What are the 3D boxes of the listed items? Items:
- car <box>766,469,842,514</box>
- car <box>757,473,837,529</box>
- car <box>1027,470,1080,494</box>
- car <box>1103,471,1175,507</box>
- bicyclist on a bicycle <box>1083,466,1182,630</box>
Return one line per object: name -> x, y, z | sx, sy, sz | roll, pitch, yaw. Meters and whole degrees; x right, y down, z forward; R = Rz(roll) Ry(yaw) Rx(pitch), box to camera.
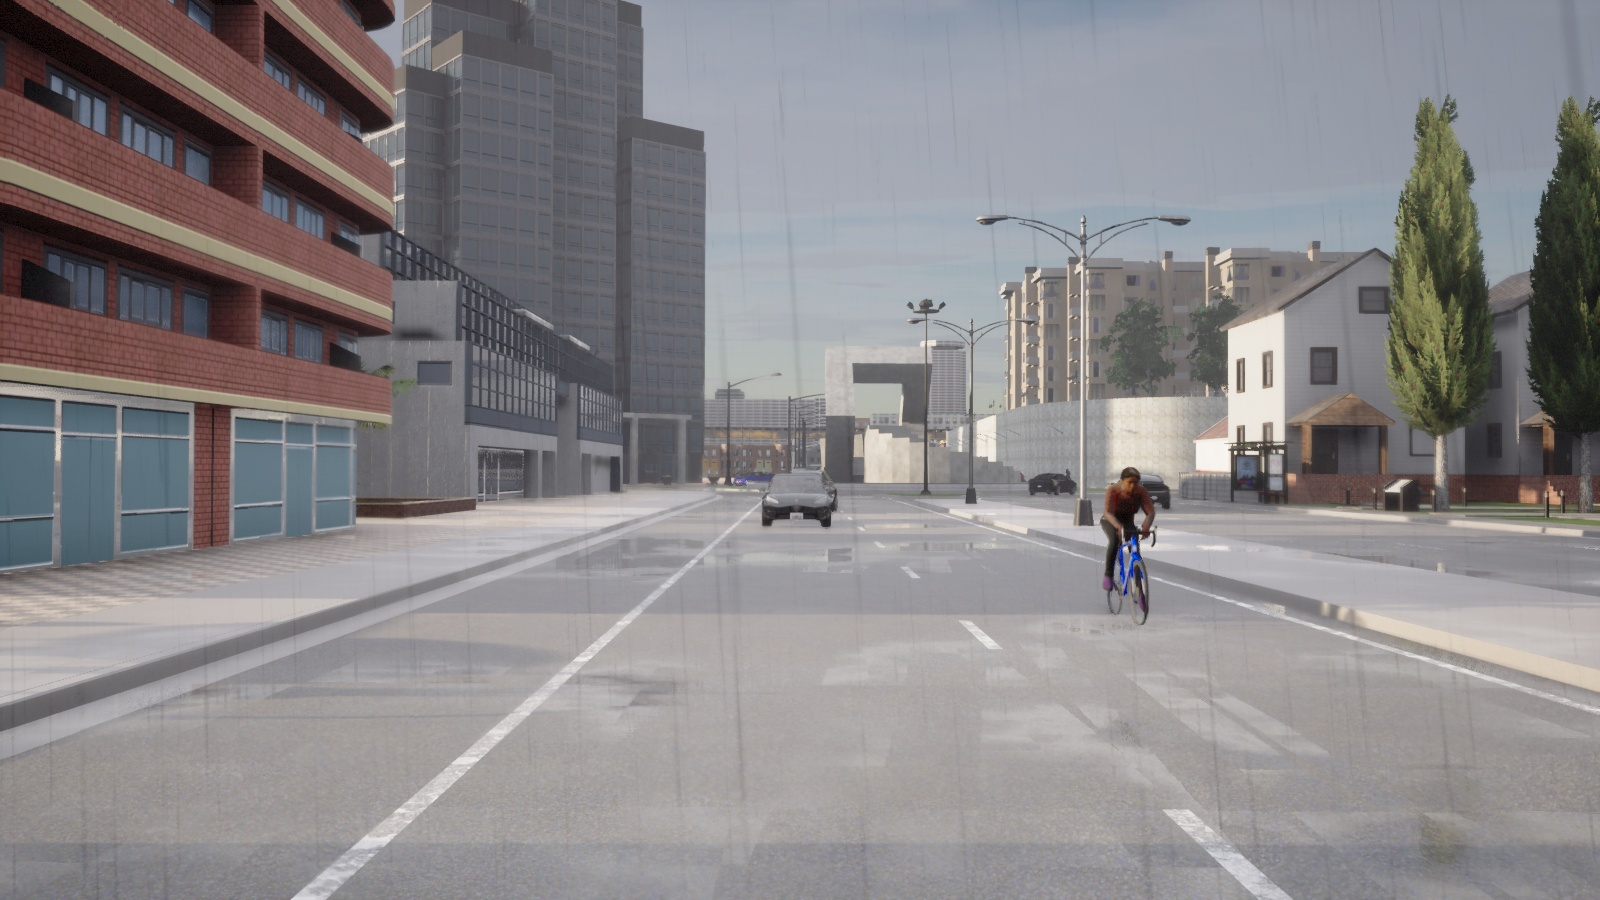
car -> 0.213, 1.548, 47.998 | 2.033, 1.649, 4.856 | -1, -1, 11
car -> -0.085, 1.425, 36.452 | 2.163, 1.488, 4.792 | 0, -1, 0
car -> 17.167, 2.145, 84.870 | 1.882, 1.535, 5.008 | -1, -1, 32
car -> 14.871, 1.687, 55.324 | 1.837, 1.490, 4.892 | 0, -1, 0
bicyclist on a bicycle -> 3.469, 0.975, 13.229 | 0.582, 1.620, 1.656 | 0, -1, 0
